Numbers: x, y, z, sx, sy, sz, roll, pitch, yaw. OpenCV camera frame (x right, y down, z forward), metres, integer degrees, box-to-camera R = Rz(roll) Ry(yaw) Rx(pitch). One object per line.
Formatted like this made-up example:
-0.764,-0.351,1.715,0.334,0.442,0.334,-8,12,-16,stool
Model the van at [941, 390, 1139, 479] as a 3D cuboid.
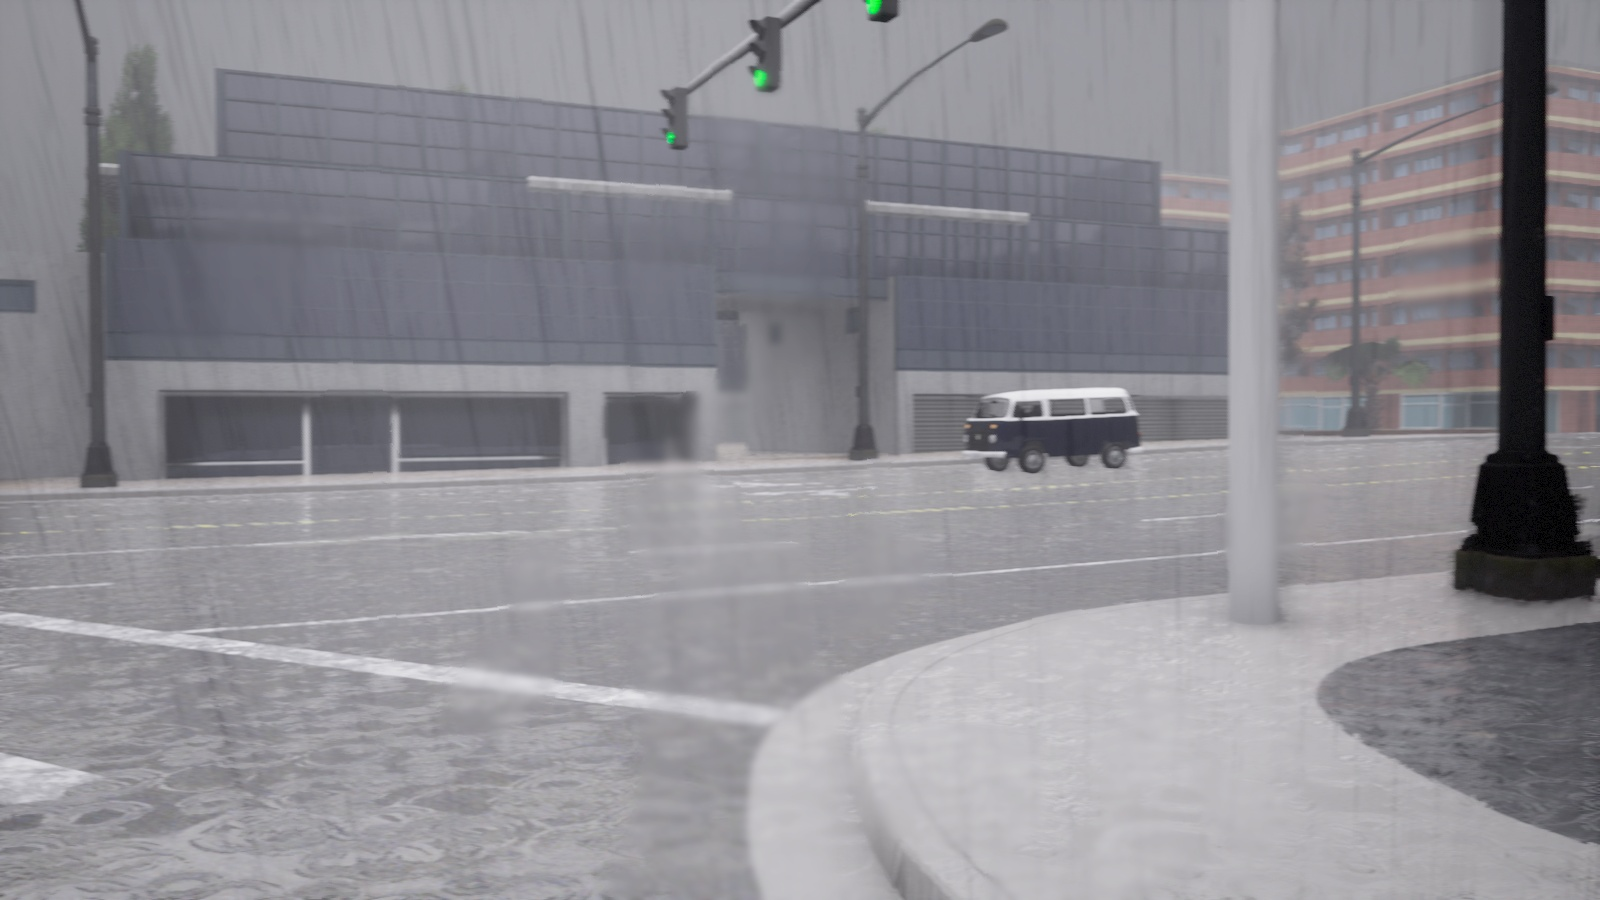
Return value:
6.022,-0.440,31.482,4.480,2.038,2.069,-2,2,-24,van
